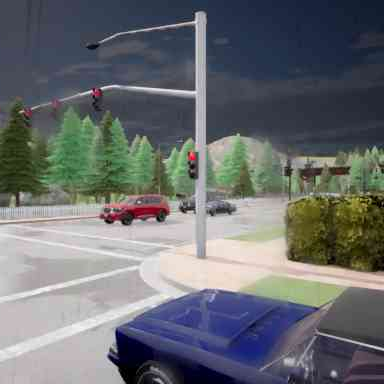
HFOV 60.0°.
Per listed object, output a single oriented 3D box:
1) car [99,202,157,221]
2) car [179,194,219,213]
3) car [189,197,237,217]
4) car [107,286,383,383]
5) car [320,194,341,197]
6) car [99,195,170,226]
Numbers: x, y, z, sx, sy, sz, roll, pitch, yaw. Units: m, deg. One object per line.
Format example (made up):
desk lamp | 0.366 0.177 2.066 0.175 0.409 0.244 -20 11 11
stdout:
car | -5.348 1.601 28.182 1.895 1.301 4.718 0 0 38
car | 0.983 1.221 36.168 2.150 2.045 5.566 0 0 39
car | 2.364 1.547 32.282 2.033 1.411 5.357 0 0 38
car | 1.432 1.601 2.943 4.718 1.301 1.895 0 0 36
car | 16.210 1.221 38.203 2.150 2.045 5.566 0 0 38
car | -3.997 1.221 24.249 2.150 2.045 5.566 0 0 38
